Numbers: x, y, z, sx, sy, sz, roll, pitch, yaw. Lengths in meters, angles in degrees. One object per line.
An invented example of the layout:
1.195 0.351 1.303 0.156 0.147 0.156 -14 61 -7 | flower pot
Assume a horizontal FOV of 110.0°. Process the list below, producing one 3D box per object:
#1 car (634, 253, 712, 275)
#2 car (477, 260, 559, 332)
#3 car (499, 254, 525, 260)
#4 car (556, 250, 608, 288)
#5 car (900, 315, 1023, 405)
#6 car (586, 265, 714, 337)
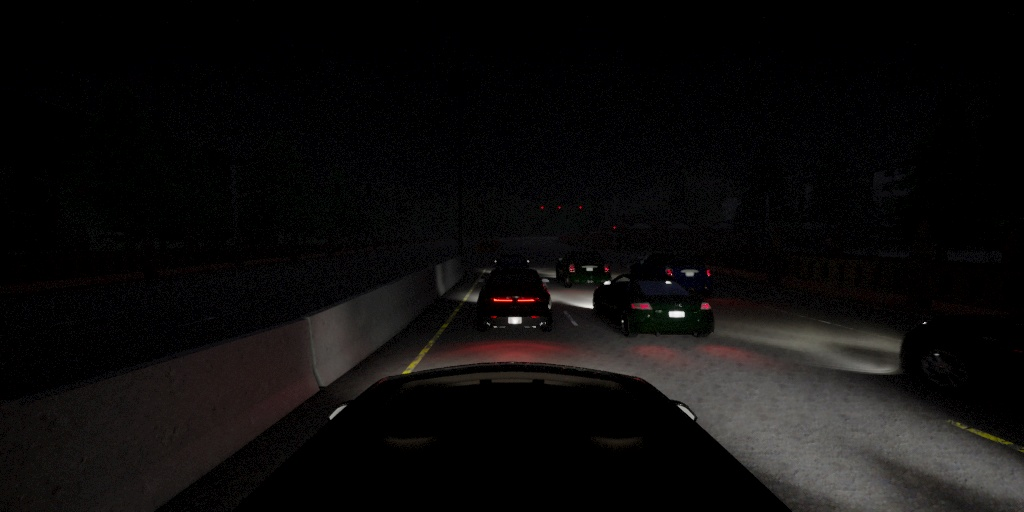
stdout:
7.018 0.622 16.291 2.097 1.767 4.553 0 4 0 | car
0.055 1.081 10.333 1.837 1.490 4.892 0 2 0 | car
-0.002 0.599 19.838 2.033 1.411 5.357 0 4 0 | car
3.505 0.494 18.359 2.097 1.767 4.553 0 4 0 | car
7.089 1.089 3.634 2.097 1.767 4.553 0 1 0 | car
3.559 1.161 9.768 1.994 1.385 4.181 0 2 0 | car
